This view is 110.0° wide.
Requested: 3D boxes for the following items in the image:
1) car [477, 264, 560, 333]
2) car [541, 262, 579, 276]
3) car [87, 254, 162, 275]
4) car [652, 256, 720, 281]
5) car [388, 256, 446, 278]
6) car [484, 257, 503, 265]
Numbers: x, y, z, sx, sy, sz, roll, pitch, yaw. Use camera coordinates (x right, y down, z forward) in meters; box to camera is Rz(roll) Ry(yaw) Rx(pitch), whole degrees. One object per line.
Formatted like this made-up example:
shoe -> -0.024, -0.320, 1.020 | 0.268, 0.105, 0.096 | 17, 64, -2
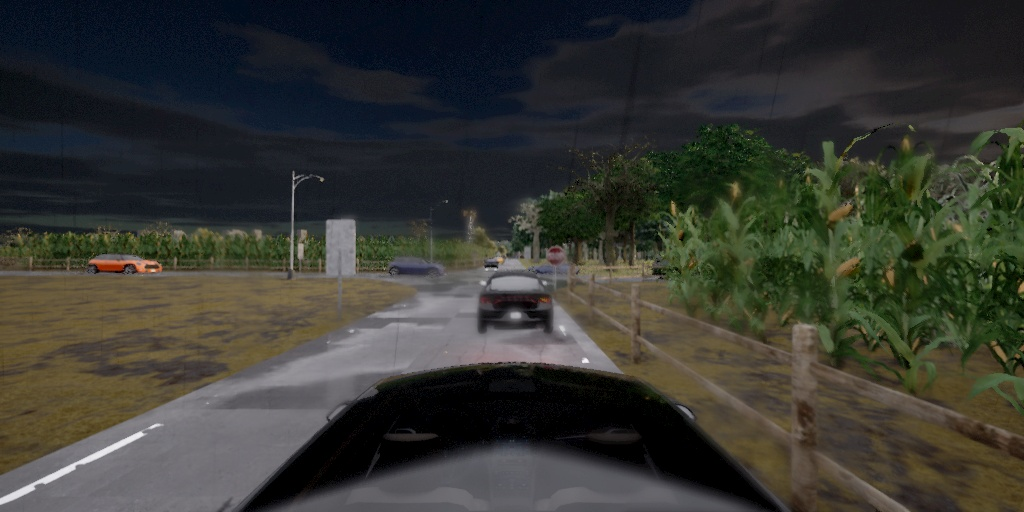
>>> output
car -> 0.069, 1.177, 10.555 | 1.882, 1.535, 5.008 | 0, 0, 0
car -> 4.082, 1.258, 36.089 | 5.357, 1.411, 2.033 | 1, 1, 40
car -> -31.921, 0.621, 29.647 | 4.553, 1.767, 2.097 | 0, -1, 0
car -> 14.572, 1.011, 29.764 | 5.566, 2.045, 2.150 | 1, -1, 0
car -> -7.744, 0.851, 29.613 | 4.553, 1.767, 2.097 | 2, 0, 0
car -> -2.832, 1.023, 50.595 | 2.033, 1.411, 5.357 | 0, 0, 1
